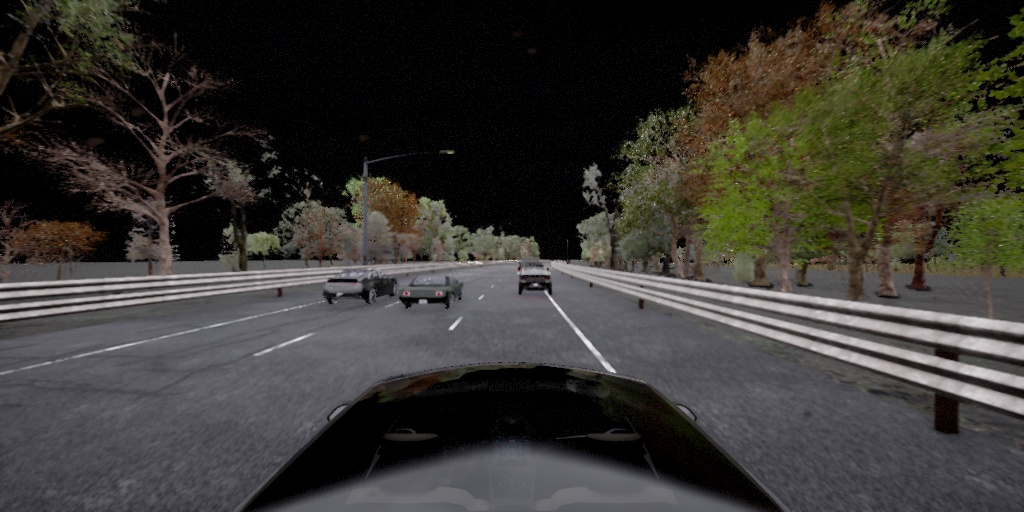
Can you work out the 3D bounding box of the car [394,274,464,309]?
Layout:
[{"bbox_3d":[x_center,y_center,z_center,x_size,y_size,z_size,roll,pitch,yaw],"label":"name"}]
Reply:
[{"bbox_3d":[-3.265,1.436,15.560,1.895,1.301,4.718,0,0,1],"label":"car"}]

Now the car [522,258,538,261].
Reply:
[{"bbox_3d":[1.602,1.299,31.025,2.097,1.767,4.553,0,0,2],"label":"car"}]

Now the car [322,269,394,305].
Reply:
[{"bbox_3d":[-6.741,1.328,16.543,2.128,1.511,4.902,0,0,1],"label":"car"}]

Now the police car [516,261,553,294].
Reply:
[{"bbox_3d":[1.295,1.305,21.295,1.930,1.638,5.238,0,0,1],"label":"police car"}]
